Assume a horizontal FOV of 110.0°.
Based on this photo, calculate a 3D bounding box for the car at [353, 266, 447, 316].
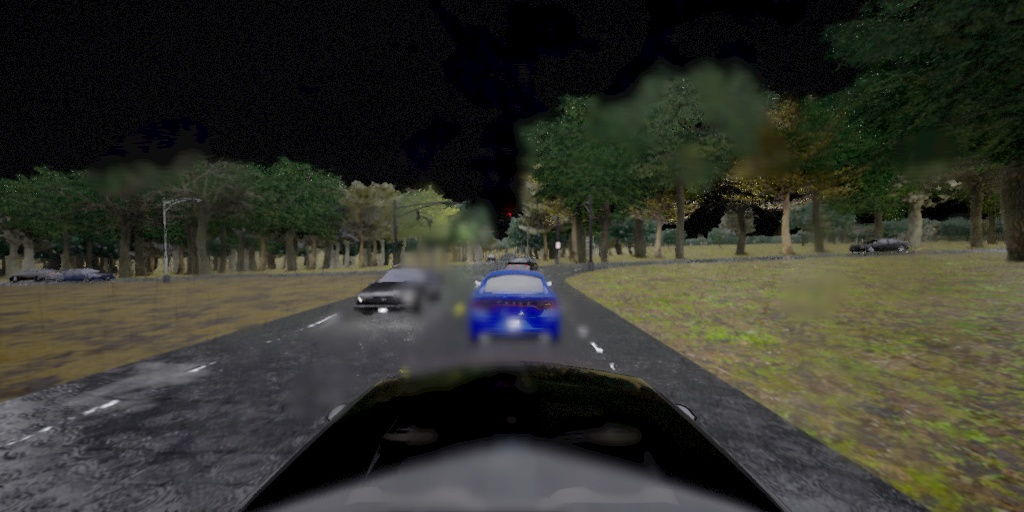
[{"bbox_3d":[-3.570,1.072,12.587,2.033,1.411,5.357,0,1,0],"label":"car"}]

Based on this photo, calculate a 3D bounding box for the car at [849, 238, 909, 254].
[{"bbox_3d":[38.211,-1.053,37.416,5.008,1.535,1.882,-2,1,2],"label":"car"}]

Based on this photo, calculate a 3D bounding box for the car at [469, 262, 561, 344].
[{"bbox_3d":[0.065,1.073,9.090,1.882,1.535,5.008,0,1,0],"label":"car"}]

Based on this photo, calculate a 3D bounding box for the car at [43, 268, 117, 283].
[{"bbox_3d":[-44.161,1.996,36.969,5.357,1.411,2.033,-2,1,3],"label":"car"}]

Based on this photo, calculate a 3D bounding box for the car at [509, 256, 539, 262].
[{"bbox_3d":[0.798,0.768,24.961,2.128,1.511,4.902,0,1,11],"label":"car"}]
